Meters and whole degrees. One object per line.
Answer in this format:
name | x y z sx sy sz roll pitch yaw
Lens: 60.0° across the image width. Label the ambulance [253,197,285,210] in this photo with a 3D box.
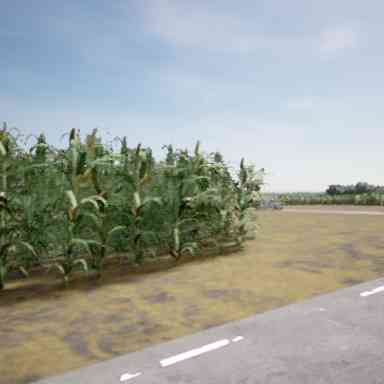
ambulance | 14.128 2.087 61.471 2.351 2.431 6.366 0 -1 -35
